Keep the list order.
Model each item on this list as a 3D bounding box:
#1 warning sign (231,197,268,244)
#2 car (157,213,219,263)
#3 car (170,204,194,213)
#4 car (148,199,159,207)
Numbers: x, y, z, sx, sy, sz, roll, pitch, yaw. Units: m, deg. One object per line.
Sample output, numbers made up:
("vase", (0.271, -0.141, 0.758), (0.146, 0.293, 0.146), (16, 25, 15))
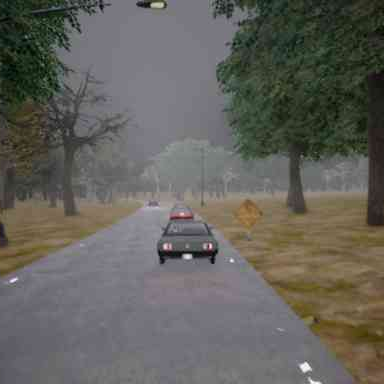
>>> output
("warning sign", (2.377, 1.179, 13.995), (1.300, 1.860, 1.060), (-1, -2, -2))
("car", (-0.176, 1.656, 12.148), (1.895, 1.301, 4.718), (0, 0, -1))
("car", (-0.873, 1.694, 27.877), (1.994, 1.385, 4.181), (0, 0, -3))
("car", (-6.773, 1.938, 58.636), (1.895, 1.301, 4.718), (0, 0, -6))
